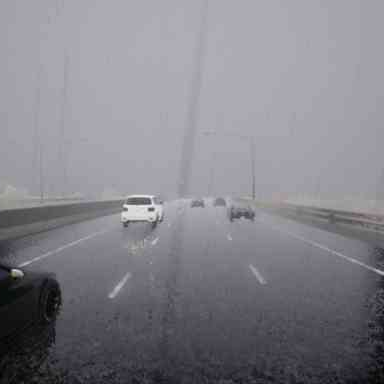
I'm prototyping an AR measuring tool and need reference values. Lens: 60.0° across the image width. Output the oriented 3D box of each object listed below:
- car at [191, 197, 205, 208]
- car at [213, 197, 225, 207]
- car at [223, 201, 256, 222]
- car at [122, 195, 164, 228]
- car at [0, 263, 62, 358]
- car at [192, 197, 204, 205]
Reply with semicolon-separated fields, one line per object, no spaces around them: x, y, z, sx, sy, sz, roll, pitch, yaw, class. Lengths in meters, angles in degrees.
0.847;1.641;49.329;1.994;1.385;4.181;0;0;2;car
4.356;1.522;53.050;2.033;1.649;4.856;0;0;2;car
3.775;1.617;26.565;1.895;1.301;4.718;0;0;1;car
-3.233;1.228;22.636;2.150;2.045;5.566;0;0;1;car
-3.384;1.563;4.425;1.994;1.385;4.181;0;0;0;car
1.151;1.675;61.885;1.994;1.385;4.181;0;0;2;car
